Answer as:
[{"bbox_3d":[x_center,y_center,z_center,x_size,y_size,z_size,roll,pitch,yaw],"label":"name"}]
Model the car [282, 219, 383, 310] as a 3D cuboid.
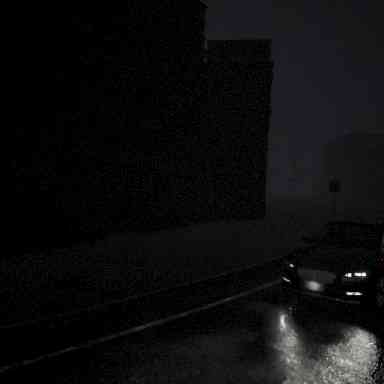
[{"bbox_3d":[3.934,1.452,7.947,2.128,1.511,4.902,1,1,43],"label":"car"}]
